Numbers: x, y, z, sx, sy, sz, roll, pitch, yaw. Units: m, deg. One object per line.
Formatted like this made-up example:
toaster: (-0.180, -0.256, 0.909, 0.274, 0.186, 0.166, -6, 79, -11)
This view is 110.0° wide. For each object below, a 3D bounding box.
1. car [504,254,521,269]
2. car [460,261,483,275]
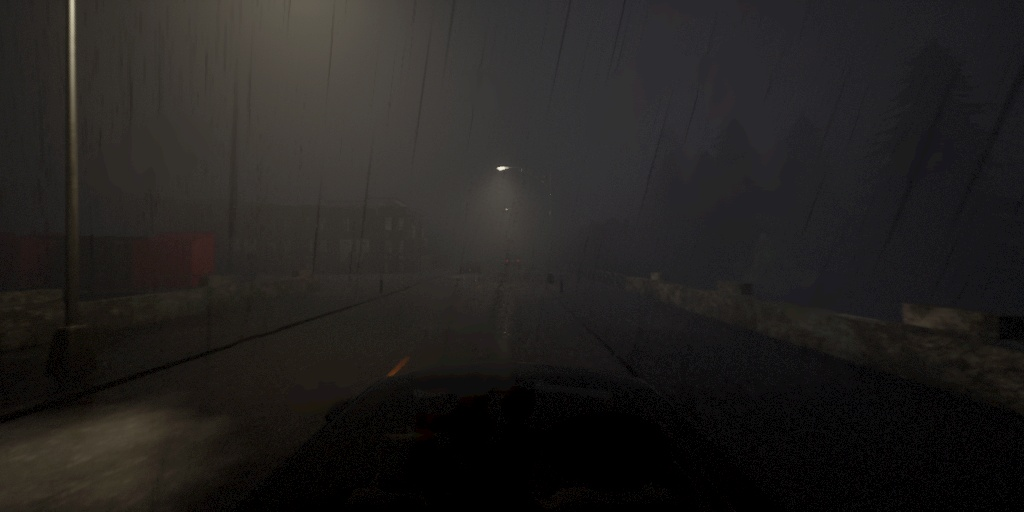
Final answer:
car: (0.091, 0.771, 50.584, 2.150, 2.045, 5.566, 0, 0, 0)
car: (-4.092, 1.172, 36.785, 1.994, 1.385, 4.181, 0, 0, 0)
